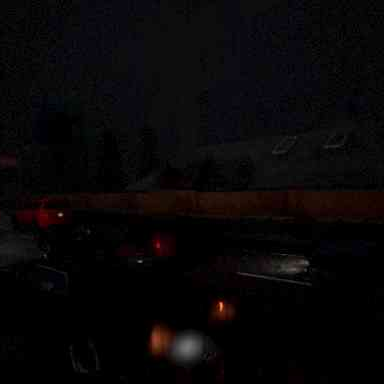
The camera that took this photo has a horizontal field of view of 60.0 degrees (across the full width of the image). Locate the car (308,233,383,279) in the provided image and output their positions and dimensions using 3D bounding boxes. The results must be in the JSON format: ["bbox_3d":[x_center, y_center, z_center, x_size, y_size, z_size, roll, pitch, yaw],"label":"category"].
[{"bbox_3d":[5.867,1.574,8.454,5.357,1.411,2.033,-1,-1,36],"label":"car"}]

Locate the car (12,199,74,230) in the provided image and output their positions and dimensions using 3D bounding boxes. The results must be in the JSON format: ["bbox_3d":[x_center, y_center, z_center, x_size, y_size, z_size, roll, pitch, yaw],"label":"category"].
[{"bbox_3d":[-9.707,1.469,21.517,5.566,2.045,2.150,-1,-1,44],"label":"car"}]

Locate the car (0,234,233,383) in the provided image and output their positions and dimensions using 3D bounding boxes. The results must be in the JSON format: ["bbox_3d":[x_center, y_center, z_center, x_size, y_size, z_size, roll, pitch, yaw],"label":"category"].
[{"bbox_3d":[-1.815,1.659,5.477,4.718,1.301,1.895,-1,-1,37],"label":"car"}]

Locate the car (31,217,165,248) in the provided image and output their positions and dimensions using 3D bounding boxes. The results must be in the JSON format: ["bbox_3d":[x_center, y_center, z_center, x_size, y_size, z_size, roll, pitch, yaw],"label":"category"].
[{"bbox_3d":[-3.189,1.714,11.032,4.718,1.301,1.895,-1,-1,39],"label":"car"}]
